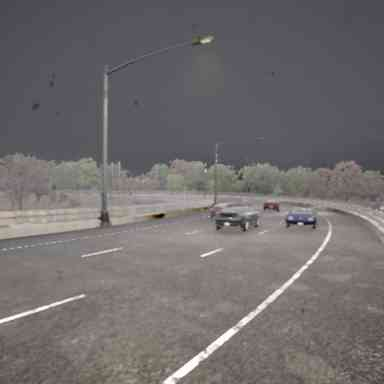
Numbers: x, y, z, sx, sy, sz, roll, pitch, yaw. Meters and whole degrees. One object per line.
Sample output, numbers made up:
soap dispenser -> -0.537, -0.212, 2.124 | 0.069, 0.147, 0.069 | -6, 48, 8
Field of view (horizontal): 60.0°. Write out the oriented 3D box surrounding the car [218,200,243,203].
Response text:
car -> 3.024, 1.624, 30.392 | 1.812, 1.442, 4.674 | 1, 0, 20

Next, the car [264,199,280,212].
car -> 10.235, 1.674, 42.851 | 1.882, 1.535, 5.008 | 1, 0, 13

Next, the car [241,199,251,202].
car -> 8.227, 1.761, 51.501 | 1.994, 1.385, 4.181 | 1, 0, 8

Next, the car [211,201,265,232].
car -> 2.999, 1.581, 21.036 | 1.837, 1.490, 4.892 | 1, 0, 24

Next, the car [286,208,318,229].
car -> 7.718, 1.727, 23.051 | 1.895, 1.301, 4.718 | 1, 0, 23
